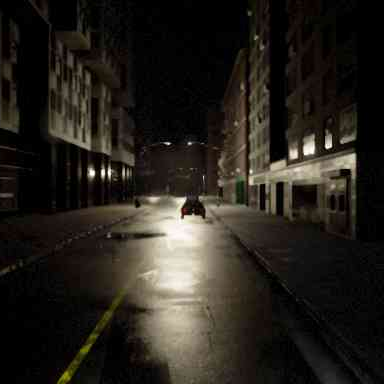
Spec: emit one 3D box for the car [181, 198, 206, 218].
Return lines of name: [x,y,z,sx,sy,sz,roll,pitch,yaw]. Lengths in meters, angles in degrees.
car: [0.088,1.391,27.076,1.895,1.301,4.718,0,0,0]

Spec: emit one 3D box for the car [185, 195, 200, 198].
car: [0.079,1.138,44.274,1.882,1.535,5.008,0,1,0]
